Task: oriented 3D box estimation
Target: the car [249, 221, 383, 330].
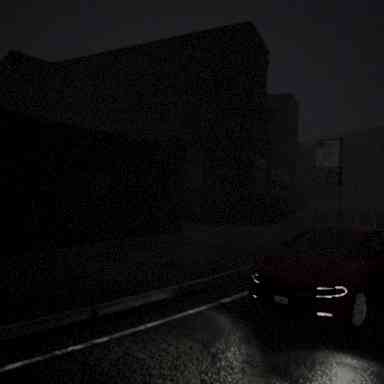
[{"bbox_3d":[3.184,1.456,7.177,1.882,1.535,5.008,1,1,44],"label":"car"}]
